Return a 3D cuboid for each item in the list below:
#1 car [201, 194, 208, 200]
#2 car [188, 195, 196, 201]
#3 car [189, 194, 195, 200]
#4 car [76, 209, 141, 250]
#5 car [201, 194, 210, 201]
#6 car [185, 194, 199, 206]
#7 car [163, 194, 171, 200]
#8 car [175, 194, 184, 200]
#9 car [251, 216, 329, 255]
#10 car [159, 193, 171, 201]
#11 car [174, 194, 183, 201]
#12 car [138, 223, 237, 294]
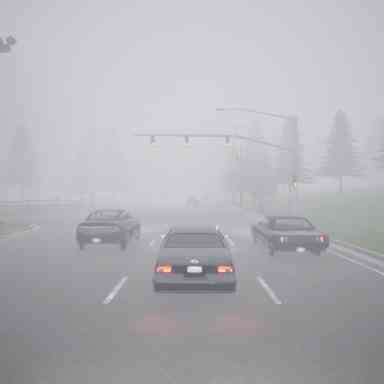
[{"bbox_3d":[3.515,1.310,94.059,1.882,1.535,5.008,0,0,0],"label":"car"},{"bbox_3d":[0.013,1.531,83.639,2.033,1.411,5.357,0,0,0],"label":"car"},{"bbox_3d":[0.015,1.310,94.059,1.882,1.535,5.008,0,0,0],"label":"car"},{"bbox_3d":[-3.398,1.492,14.257,2.128,1.511,4.902,0,0,0],"label":"car"},{"bbox_3d":[3.513,1.492,83.639,1.837,1.490,4.892,0,0,0],"label":"car"},{"bbox_3d":[0.006,1.352,52.996,2.097,1.767,4.553,0,0,0],"label":"car"},{"bbox_3d":[-6.985,1.385,94.060,1.994,1.385,4.181,0,0,0],"label":"car"},{"bbox_3d":[-3.485,1.357,94.060,2.128,1.511,4.902,0,0,0],"label":"car"},{"bbox_3d":[3.602,1.601,13.196,1.895,1.301,4.718,0,0,0],"label":"car"},{"bbox_3d":[-6.987,1.217,83.670,2.150,2.045,5.566,0,0,0],"label":"car"},{"bbox_3d":[-3.487,1.517,84.056,1.812,1.442,4.674,0,0,0],"label":"car"},{"bbox_3d":[0.068,1.547,8.957,2.033,1.411,5.357,0,0,0],"label":"car"}]
